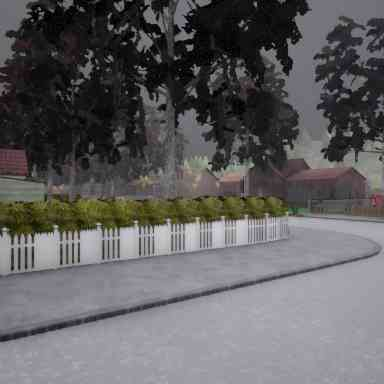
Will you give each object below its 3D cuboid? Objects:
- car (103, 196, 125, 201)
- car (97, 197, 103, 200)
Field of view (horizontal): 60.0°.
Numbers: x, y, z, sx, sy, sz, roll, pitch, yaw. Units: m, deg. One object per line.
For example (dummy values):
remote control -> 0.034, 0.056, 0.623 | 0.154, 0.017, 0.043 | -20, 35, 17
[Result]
car -> -10.538, 1.352, 47.809 | 2.097, 1.767, 4.553 | 0, 0, -35
car -> -17.268, 1.564, 64.447 | 1.994, 1.385, 4.181 | 0, 0, -36
